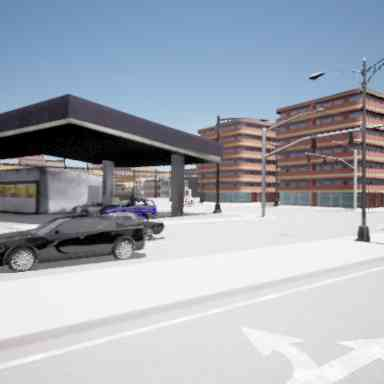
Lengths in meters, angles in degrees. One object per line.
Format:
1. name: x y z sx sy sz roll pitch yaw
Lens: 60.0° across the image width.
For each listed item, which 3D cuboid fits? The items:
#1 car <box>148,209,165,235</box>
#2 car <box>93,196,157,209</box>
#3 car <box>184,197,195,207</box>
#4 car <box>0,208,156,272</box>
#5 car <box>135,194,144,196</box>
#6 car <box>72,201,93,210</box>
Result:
1. car: -3.738 1.645 15.547 4.718 1.301 1.895 1 0 -33
2. car: -5.025 1.378 26.339 4.611 1.667 2.242 1 0 -35
3. car: -1.537 1.583 55.614 2.097 1.767 4.553 1 0 -36
4. car: -3.954 1.500 10.982 5.008 1.535 1.882 0 0 -35
5. car: -11.081 1.351 68.670 2.150 2.045 5.566 1 0 -36
6. car: -8.984 1.533 30.573 3.806 1.475 1.970 1 0 -35
